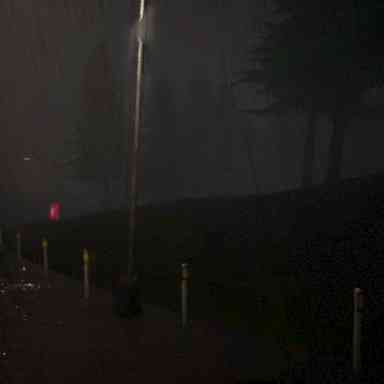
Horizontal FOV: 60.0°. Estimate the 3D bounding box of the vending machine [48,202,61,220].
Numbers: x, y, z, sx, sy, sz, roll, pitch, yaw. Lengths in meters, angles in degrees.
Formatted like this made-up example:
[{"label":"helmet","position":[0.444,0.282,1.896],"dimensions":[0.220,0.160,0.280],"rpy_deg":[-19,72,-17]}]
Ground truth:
[{"label":"vending machine","position":[-17.971,2.491,43.356],"dimensions":[1.100,2.100,0.880],"rpy_deg":[7,2,-1]}]
